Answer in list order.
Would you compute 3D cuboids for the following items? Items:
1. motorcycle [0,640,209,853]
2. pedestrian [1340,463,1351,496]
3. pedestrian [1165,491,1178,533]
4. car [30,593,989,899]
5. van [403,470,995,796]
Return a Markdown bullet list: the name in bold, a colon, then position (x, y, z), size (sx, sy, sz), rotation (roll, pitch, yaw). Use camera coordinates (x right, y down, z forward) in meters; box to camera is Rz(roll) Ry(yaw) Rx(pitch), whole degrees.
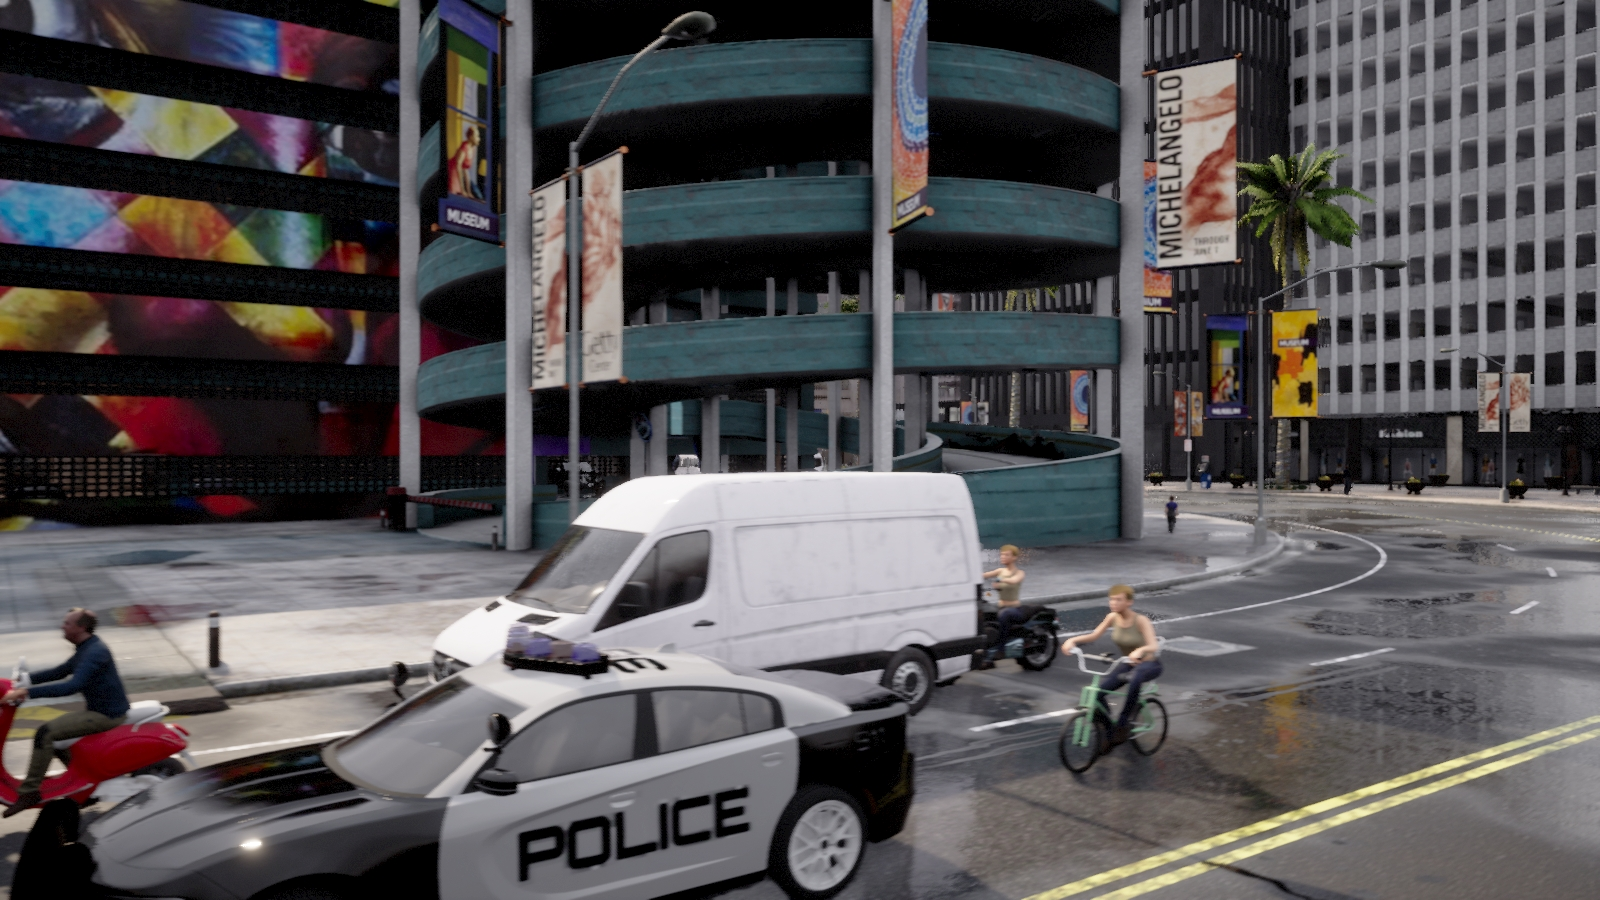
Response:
- **motorcycle**: position (-5.475, 2.182, 8.514), size (1.805, 1.236, 0.856), rotation (0, 0, -35)
- **pedestrian**: position (31.071, 1.697, 65.080), size (0.375, 1.860, 0.375), rotation (0, 0, -19)
- **pedestrian**: position (11.838, 1.975, 36.409), size (0.375, 1.300, 0.375), rotation (0, 0, 23)
- **car**: position (-1.483, 1.982, 6.934), size (5.238, 1.638, 2.097), rotation (0, 0, -35)
- **van**: position (-0.810, 1.534, 11.823), size (5.915, 2.561, 1.988), rotation (0, 0, -36)
